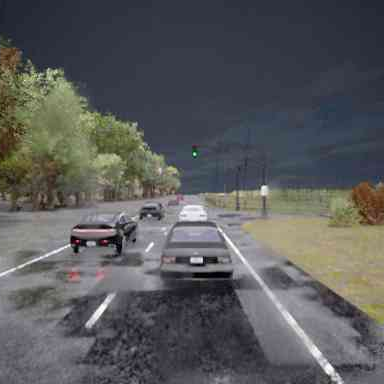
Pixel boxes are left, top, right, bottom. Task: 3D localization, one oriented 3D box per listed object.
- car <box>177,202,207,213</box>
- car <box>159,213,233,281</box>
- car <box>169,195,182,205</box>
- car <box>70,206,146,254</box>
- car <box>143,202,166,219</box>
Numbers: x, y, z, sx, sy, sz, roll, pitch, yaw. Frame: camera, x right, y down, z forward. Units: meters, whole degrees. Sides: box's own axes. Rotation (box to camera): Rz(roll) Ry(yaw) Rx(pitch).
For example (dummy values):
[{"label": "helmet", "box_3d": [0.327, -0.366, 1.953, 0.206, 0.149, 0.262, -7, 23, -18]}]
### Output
[{"label": "car", "box_3d": [0.070, 1.606, 22.732, 1.812, 1.442, 4.674, 0, 0, 0]}, {"label": "car", "box_3d": [0.089, 1.583, 9.983, 2.033, 1.411, 5.357, 0, 0, 0]}, {"label": "car", "box_3d": [-3.469, 1.764, 64.631, 2.033, 1.411, 5.357, 0, 0, 0]}, {"label": "car", "box_3d": [-3.414, 1.540, 13.694, 2.128, 1.511, 4.902, 0, 0, 0]}, {"label": "car", "box_3d": [-3.432, 1.610, 29.197, 1.837, 1.490, 4.892, 0, 0, 0]}]
